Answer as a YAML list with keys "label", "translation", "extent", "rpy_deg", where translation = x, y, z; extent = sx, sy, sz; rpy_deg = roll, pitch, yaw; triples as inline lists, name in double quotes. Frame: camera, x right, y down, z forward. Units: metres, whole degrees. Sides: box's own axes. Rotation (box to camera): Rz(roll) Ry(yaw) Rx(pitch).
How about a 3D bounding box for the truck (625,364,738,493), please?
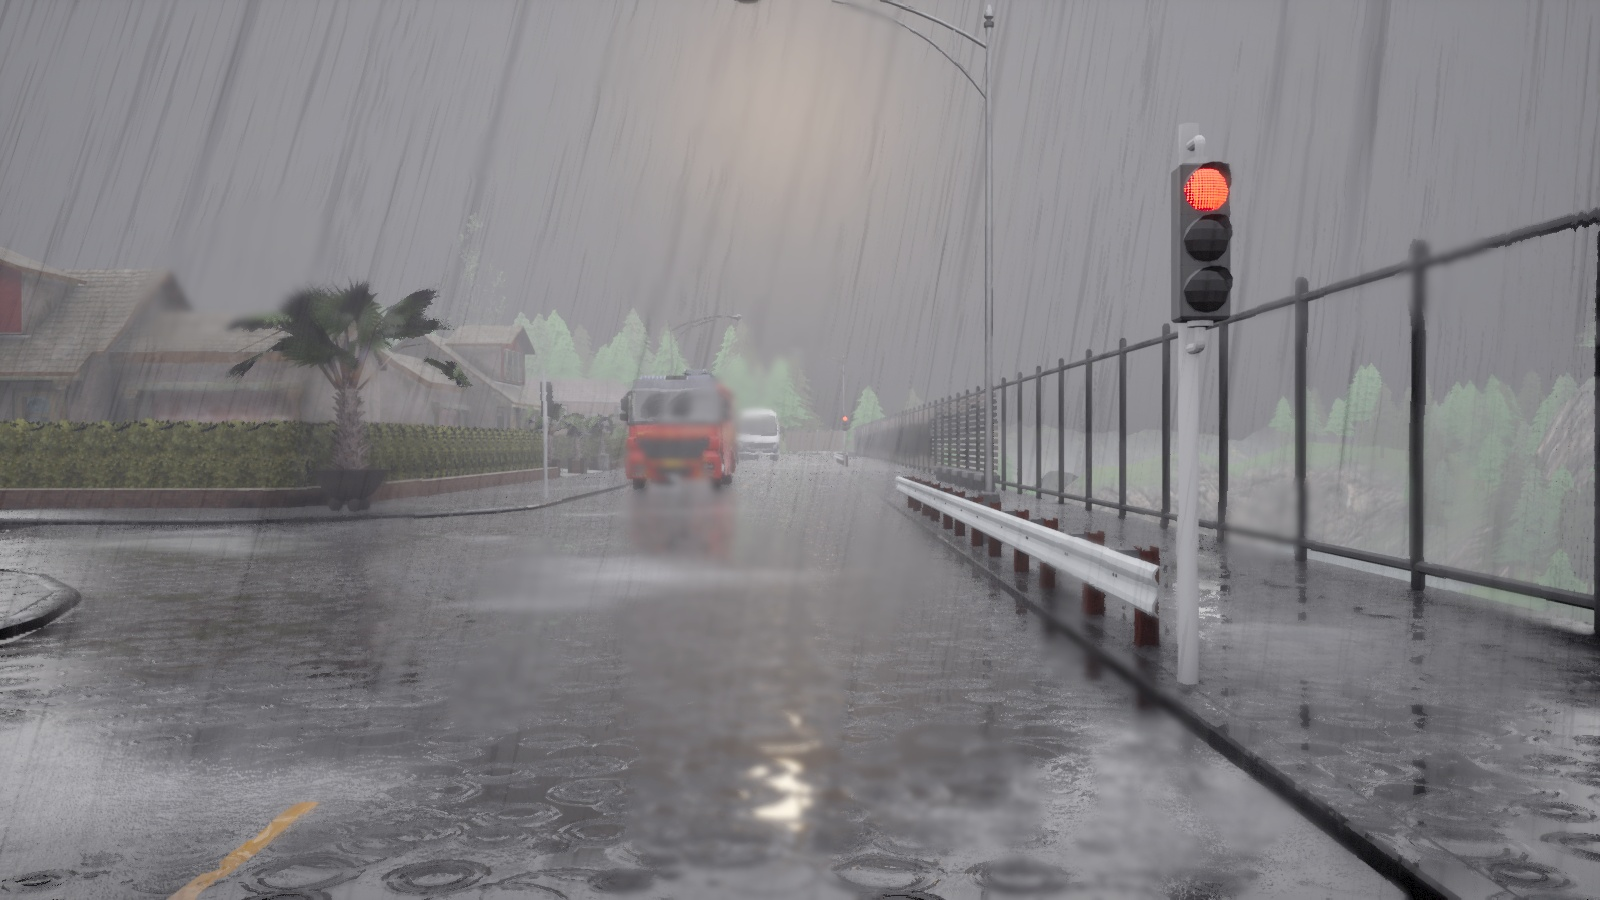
- label: "truck"
  translation: [-3.747, -0.656, 41.568]
  extent: [2.891, 3.827, 8.468]
  rpy_deg: [0, 0, 0]
